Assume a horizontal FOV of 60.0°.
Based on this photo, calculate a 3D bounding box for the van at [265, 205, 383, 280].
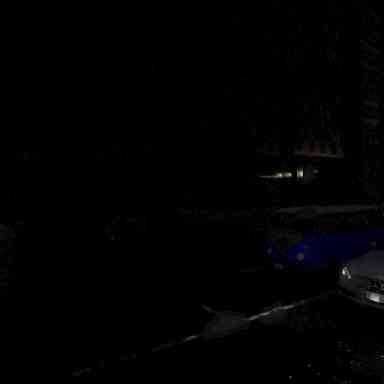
[{"bbox_3d":[3.837,1.287,9.380,3.998,1.788,1.690,0,0,-35],"label":"van"}]

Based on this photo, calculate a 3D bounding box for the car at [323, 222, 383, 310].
[{"bbox_3d":[4.946,1.474,6.897,4.674,1.442,1.812,0,0,-35],"label":"car"}]
